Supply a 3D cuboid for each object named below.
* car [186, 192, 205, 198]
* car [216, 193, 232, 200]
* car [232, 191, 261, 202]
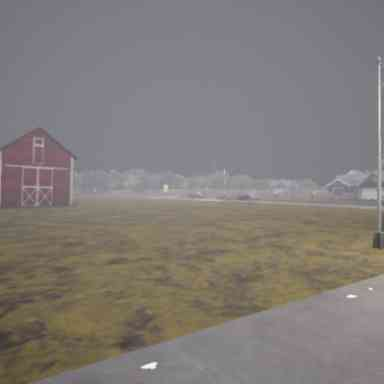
[{"bbox_3d":[0.834,0.684,74.696,2.033,1.411,5.357,2,-1,-35],"label":"car"},{"bbox_3d":[6.625,0.938,66.540,1.994,1.385,4.181,2,-1,-35],"label":"car"},{"bbox_3d":[9.523,0.722,56.317,2.097,1.767,4.553,2,0,-35],"label":"car"}]
